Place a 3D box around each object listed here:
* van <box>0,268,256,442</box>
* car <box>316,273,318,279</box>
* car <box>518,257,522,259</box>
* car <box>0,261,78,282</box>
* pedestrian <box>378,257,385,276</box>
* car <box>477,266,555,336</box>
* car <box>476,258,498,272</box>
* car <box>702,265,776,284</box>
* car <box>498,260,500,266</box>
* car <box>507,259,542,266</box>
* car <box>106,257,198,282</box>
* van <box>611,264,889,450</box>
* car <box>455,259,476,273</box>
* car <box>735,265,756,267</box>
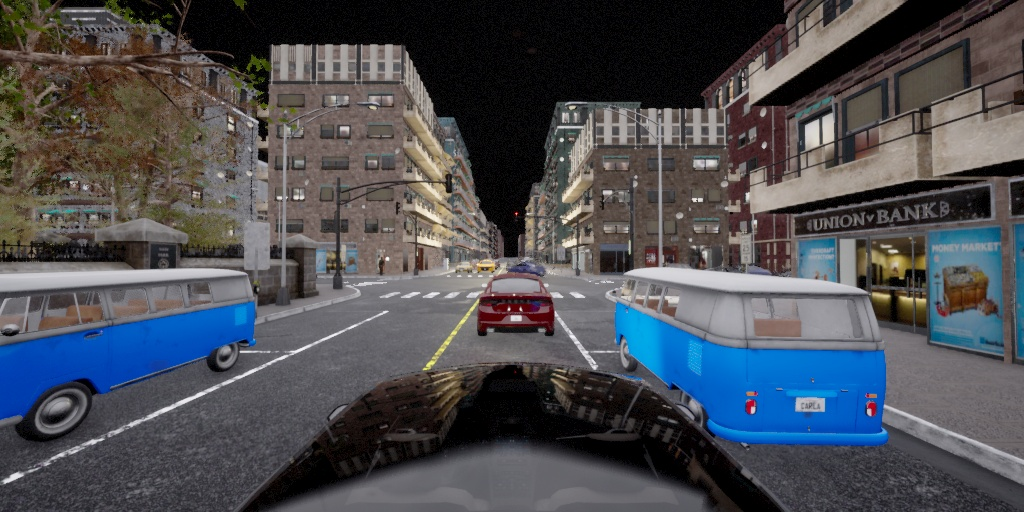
[{"bbox_3d":[-5.657,1.092,5.054,1.690,1.789,3.998,0,0,0],"label":"van"},{"bbox_3d":[-16.611,1.139,25.745,4.902,1.511,2.128,0,-1,1],"label":"car"},{"bbox_3d":[0.086,1.265,59.976,2.128,1.511,4.902,0,0,0],"label":"car"},{"bbox_3d":[-35.364,1.094,25.971,5.357,1.411,2.033,0,-1,1],"label":"car"},{"bbox_3d":[-12.547,0.969,34.440,0.375,1.860,0.375,0,-1,1],"label":"pedestrian"},{"bbox_3d":[0.096,1.231,10.416,1.882,1.535,5.008,0,0,0],"label":"car"},{"bbox_3d":[-3.112,1.244,43.692,1.882,1.535,5.008,0,0,0],"label":"car"},{"bbox_3d":[17.979,1.423,28.545,4.674,1.442,1.812,0,-1,1],"label":"car"},{"bbox_3d":[-3.109,1.318,53.653,2.033,1.411,5.357,0,0,0],"label":"car"},{"bbox_3d":[1.294,1.289,33.413,1.812,1.442,4.674,-1,1,-35],"label":"car"},{"bbox_3d":[-25.837,0.950,25.856,4.553,1.767,2.097,0,-1,1],"label":"car"},{"bbox_3d":[2.658,1.092,5.055,1.690,1.789,3.998,0,0,0],"label":"van"},{"bbox_3d":[-5.699,1.291,42.829,1.751,1.417,4.829,0,0,0],"label":"car"},{"bbox_3d":[13.529,1.334,22.792,4.313,1.339,1.948,0,0,1],"label":"car"}]
